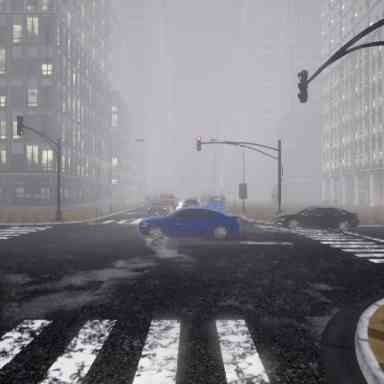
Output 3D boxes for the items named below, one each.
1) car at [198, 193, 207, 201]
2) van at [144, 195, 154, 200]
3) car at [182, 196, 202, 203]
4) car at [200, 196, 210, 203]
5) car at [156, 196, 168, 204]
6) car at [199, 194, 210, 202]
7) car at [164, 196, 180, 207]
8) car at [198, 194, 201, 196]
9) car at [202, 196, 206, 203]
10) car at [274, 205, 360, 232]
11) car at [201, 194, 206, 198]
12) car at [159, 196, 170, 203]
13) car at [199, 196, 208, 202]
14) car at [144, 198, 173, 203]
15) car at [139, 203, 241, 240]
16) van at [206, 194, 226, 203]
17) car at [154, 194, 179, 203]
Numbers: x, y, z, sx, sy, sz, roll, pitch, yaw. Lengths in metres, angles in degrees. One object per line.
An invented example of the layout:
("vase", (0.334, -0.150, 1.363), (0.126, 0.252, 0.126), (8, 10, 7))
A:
("car", (2.778, 1.309, 85.764), (2.192, 1.841, 5.009), (0, 0, 0))
("van", (-5.757, 1.340, 47.022), (1.690, 1.788, 3.998), (0, 0, 0))
("car", (-0.059, 1.505, 38.172), (1.837, 1.490, 4.892), (0, 0, 1))
("car", (2.710, 1.542, 69.145), (1.887, 1.381, 4.507), (0, 0, 0))
("car", (-5.692, 1.564, 63.639), (1.947, 1.339, 4.313), (0, 0, 0))
("car", (2.733, 1.311, 74.685), (2.192, 1.841, 5.009), (0, 0, 0))
("car", (-3.138, 1.491, 53.229), (2.128, 1.511, 4.902), (0, 0, 0))
("car", (0.092, 1.546, 59.606), (2.033, 1.411, 5.357), (0, 0, 0))
("car", (2.623, 1.544, 41.452), (1.887, 1.381, 4.507), (0, 0, 0))
("car", (7.556, 1.598, 20.341), (4.892, 1.490, 1.837), (1, 0, 5))
("car", (2.689, 1.313, 63.606), (2.192, 1.841, 5.009), (0, 0, 0))
("car", (-5.670, 1.548, 69.178), (2.008, 1.369, 4.403), (0, 0, 0))
("car", (2.755, 1.561, 80.225), (1.947, 1.339, 4.313), (0, 0, 0))
("car", (-3.226, 1.600, 32.880), (1.895, 1.301, 4.718), (0, 0, 0))
("car", (-0.104, 1.477, 16.543), (5.008, 1.535, 1.882), (0, 0, -1))
("van", (2.692, 1.340, 35.914), (1.690, 1.788, 3.998), (0, 0, 0))
("car", (-3.179, 1.221, 42.925), (2.150, 2.045, 5.566), (0, 0, 1))
